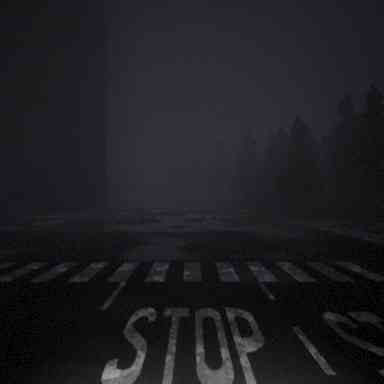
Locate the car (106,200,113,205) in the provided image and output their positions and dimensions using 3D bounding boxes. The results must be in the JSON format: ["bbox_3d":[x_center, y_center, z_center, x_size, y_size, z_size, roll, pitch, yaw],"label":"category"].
[{"bbox_3d":[-19.316,2.277,72.460,4.718,1.301,1.895,0,-1,35],"label":"car"}]
